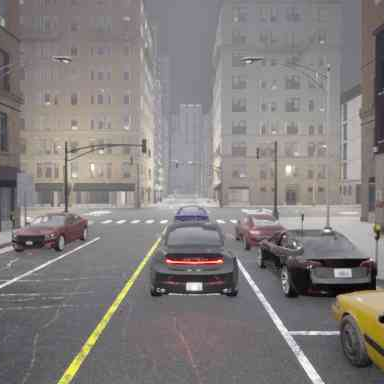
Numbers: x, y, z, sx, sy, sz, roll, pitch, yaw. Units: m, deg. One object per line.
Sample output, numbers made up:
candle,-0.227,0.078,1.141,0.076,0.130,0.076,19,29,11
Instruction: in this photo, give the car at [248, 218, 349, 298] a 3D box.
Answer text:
car,2.844,1.564,8.352,1.947,1.339,4.313,-1,0,0

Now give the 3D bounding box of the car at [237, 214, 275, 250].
car,2.829,1.579,13.938,1.802,1.307,4.206,-1,0,0

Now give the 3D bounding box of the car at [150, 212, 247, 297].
car,0.047,1.503,8.580,1.837,1.490,4.892,0,0,0

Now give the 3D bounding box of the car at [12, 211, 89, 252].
car,-5.716,1.542,13.913,1.887,1.381,4.507,-1,0,0

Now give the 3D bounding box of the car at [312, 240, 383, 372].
car,2.858,1.525,2.936,1.752,1.417,4.829,-1,0,0

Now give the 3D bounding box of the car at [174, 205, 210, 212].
car,-0.013,1.474,18.530,1.882,1.535,5.008,0,0,0
